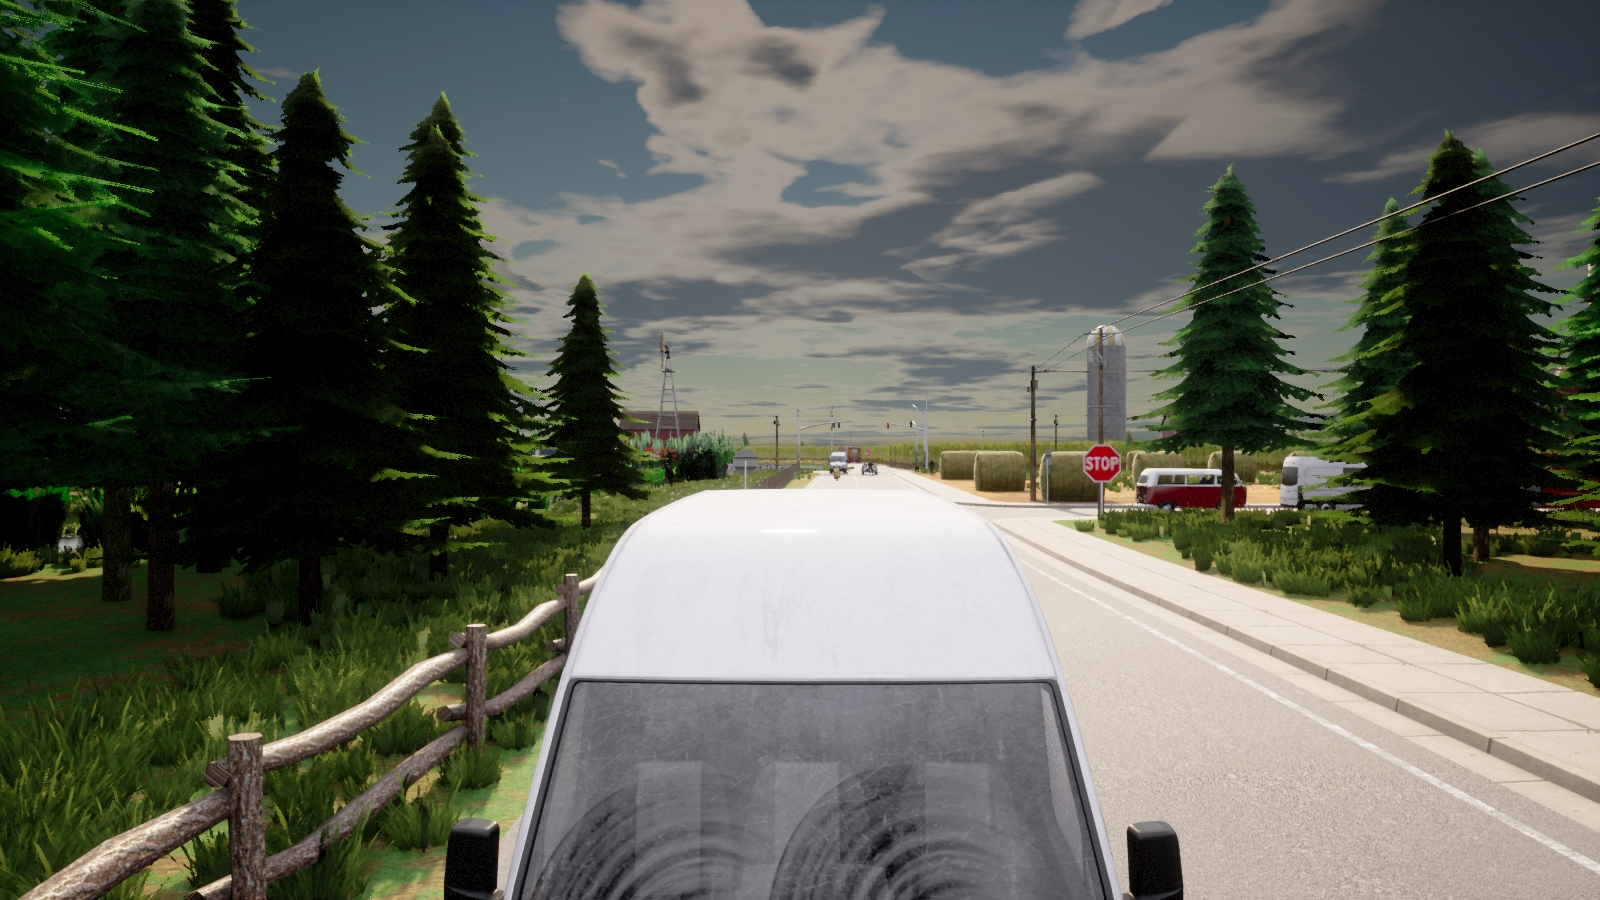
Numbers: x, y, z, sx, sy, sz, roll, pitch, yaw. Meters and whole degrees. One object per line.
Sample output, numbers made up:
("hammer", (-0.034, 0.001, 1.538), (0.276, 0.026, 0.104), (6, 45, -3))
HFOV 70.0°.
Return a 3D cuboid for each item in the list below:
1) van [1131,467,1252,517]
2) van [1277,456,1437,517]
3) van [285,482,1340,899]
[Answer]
("van", (16.767, 1.783, 49.041), (4.480, 2.038, 2.069), (0, 0, 0))
("van", (23.869, 1.534, 49.092), (5.915, 2.561, 1.988), (0, 0, -1))
("van", (0.056, 1.508, 5.110), (1.988, 2.561, 5.915), (0, 0, 1))
